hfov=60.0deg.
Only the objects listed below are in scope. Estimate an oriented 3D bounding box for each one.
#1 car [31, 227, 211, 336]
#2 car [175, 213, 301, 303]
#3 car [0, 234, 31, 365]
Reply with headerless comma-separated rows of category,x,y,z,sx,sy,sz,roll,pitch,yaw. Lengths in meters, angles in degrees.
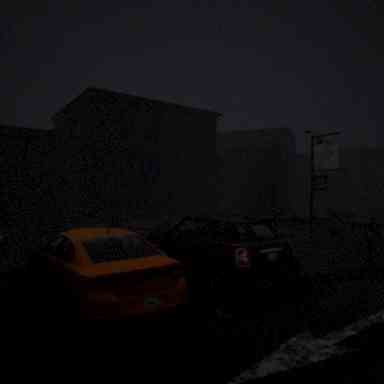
car,-2.040,1.483,6.923,2.097,1.535,5.008,0,0,-36
car,0.446,1.359,8.666,2.185,1.767,4.553,0,0,-36
car,-4.400,1.230,5.207,2.435,2.045,5.566,0,0,-35
